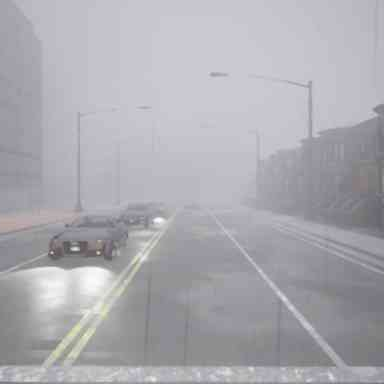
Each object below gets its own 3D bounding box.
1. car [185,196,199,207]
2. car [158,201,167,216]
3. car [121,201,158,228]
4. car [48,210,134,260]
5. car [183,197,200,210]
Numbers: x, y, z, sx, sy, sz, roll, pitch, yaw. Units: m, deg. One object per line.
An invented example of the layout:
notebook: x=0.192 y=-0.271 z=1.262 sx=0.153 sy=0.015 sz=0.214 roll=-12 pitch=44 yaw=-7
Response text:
car: x=-0.003 y=1.470 z=52.058 sx=2.128 sy=1.511 sz=4.902 roll=0 pitch=0 yaw=0
car: x=-3.567 y=1.587 z=32.292 sx=1.895 sy=1.301 sz=4.718 roll=0 pitch=0 yaw=0
car: x=-3.595 y=1.495 z=22.156 sx=1.837 sy=1.490 sz=4.892 roll=0 pitch=0 yaw=0
car: x=-3.599 y=1.559 z=12.223 sx=1.994 sy=1.385 sz=4.181 roll=0 pitch=0 yaw=0
car: x=0.005 y=1.508 z=41.876 sx=1.812 sy=1.442 sz=4.674 roll=0 pitch=0 yaw=0
